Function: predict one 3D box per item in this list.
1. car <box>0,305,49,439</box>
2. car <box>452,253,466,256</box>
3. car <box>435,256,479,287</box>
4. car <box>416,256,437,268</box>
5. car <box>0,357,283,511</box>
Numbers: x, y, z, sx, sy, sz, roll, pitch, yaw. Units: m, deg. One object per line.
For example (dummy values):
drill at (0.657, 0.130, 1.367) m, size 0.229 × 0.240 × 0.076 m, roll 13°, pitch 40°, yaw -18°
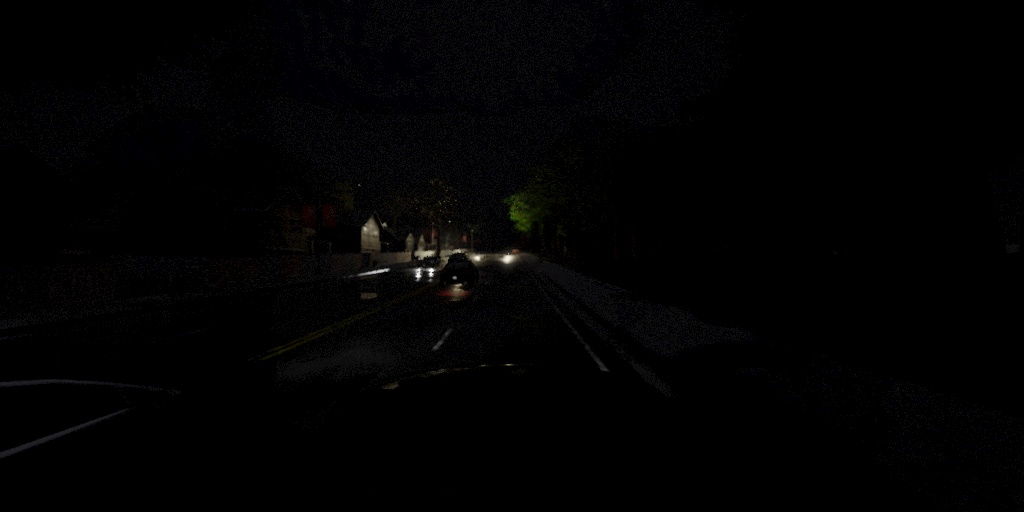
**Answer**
car at (-6.602, 1.297, 1.647) m, size 2.033 × 1.411 × 5.357 m, roll 0°, pitch 0°, yaw 0°
car at (-6.589, 0.390, 43.901) m, size 2.097 × 1.767 × 4.553 m, roll 0°, pitch 1°, yaw 0°
car at (-3.154, 0.985, 22.193) m, size 1.882 × 1.535 × 5.008 m, roll 0°, pitch 1°, yaw 0°
car at (-9.844, 0.674, 42.368) m, size 1.895 × 1.301 × 4.718 m, roll 0°, pitch 1°, yaw 0°
car at (-3.149, 1.241, 1.538) m, size 2.128 × 1.511 × 4.902 m, roll 0°, pitch 0°, yaw 0°
